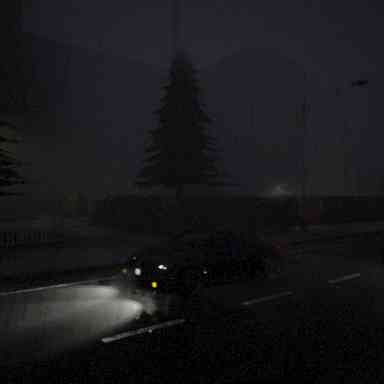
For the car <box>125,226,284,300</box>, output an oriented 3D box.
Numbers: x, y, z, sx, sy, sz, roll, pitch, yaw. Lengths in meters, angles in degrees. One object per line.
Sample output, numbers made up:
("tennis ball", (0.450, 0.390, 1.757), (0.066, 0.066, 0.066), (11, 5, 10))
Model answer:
("car", (0.418, 1.613, 8.580), (4.181, 1.385, 1.994), (1, 0, -35))
